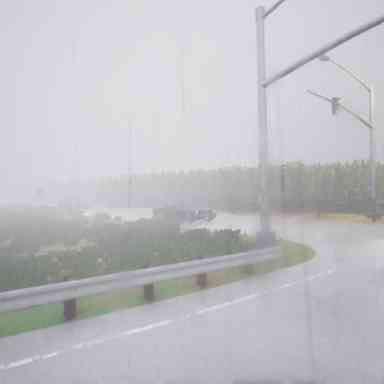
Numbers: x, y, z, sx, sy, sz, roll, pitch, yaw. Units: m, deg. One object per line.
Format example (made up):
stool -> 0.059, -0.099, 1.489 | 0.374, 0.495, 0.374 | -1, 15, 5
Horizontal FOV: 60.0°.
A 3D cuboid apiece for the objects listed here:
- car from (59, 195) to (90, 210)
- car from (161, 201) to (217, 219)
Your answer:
car -> -12.908, 1.104, 36.403 | 2.097, 1.767, 4.553 | -3, 2, -40
car -> -0.551, 1.292, 21.889 | 1.895, 1.301, 4.718 | -3, 2, -41
